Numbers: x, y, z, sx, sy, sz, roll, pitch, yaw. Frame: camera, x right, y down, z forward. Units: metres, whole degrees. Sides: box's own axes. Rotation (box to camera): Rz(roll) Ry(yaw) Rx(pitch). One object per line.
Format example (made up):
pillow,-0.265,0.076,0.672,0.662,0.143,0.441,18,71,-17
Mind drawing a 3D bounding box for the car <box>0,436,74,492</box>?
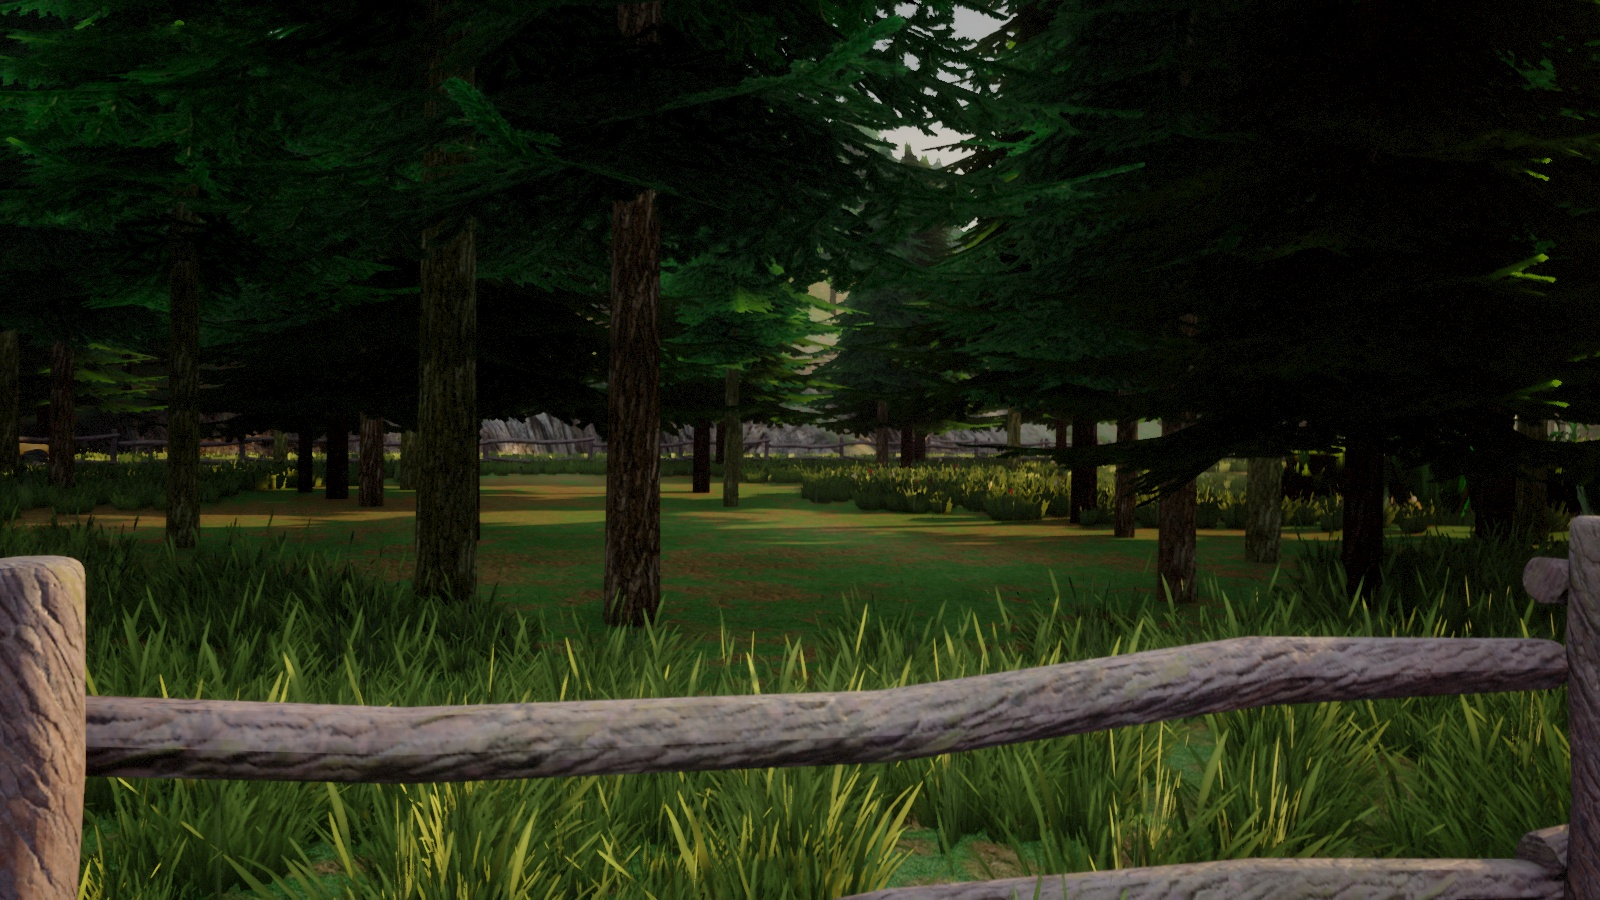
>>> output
car,-23.849,0.424,35.575,1.801,1.575,5.366,0,1,39
